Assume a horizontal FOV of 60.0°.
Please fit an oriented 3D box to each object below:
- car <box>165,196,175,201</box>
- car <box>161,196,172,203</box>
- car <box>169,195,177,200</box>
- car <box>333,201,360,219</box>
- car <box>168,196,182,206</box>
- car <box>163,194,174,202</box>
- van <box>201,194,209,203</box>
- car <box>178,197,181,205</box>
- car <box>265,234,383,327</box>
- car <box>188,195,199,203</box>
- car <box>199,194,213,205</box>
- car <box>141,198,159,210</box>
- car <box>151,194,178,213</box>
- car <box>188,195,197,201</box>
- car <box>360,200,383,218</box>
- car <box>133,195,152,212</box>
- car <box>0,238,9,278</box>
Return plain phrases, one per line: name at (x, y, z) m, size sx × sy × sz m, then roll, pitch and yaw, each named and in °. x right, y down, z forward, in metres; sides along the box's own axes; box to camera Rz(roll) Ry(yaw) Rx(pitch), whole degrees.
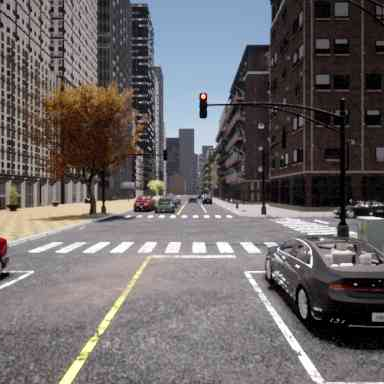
car at (-5.491, 1.615, 83.514) m, size 2.008 × 1.369 × 4.403 m, roll 0°, pitch 0°, yaw 0°
car at (-5.517, 1.612, 72.469) m, size 1.947 × 1.339 × 4.313 m, roll 0°, pitch 0°, yaw 0°
car at (-5.464, 1.635, 94.559) m, size 2.008 × 1.369 × 4.403 m, roll 0°, pitch 0°, yaw 0°
car at (13.489, 1.344, 26.302) m, size 4.403 × 1.369 × 2.008 m, roll -1°, pitch 1°, yaw 0°
car at (-2.939, 1.516, 58.515) m, size 2.128 × 1.511 × 4.902 m, roll 0°, pitch 0°, yaw 1°
car at (-5.504, 1.370, 77.991) m, size 2.192 × 1.841 × 5.009 m, roll 0°, pitch 0°, yaw 0°
van at (2.863, 1.387, 72.448) m, size 1.690 × 1.788 × 3.998 m, roll 0°, pitch 0°, yaw 0°
car at (-2.984, 1.620, 47.108) m, size 1.895 × 1.301 × 4.718 m, roll 0°, pitch 0°, yaw 0°
car at (2.705, 1.550, 6.922) m, size 2.008 × 1.369 × 4.403 m, roll 0°, pitch 0°, yaw 0°
car at (0.165, 1.532, 68.638) m, size 2.128 × 1.511 × 4.902 m, roll 0°, pitch 0°, yaw 0°
car at (2.837, 1.598, 61.402) m, size 1.947 × 1.339 × 4.313 m, roll 0°, pitch 0°, yaw 0°
car at (-5.584, 1.583, 44.854) m, size 1.947 × 1.339 × 4.313 m, roll 0°, pitch 0°, yaw 0°
car at (-2.983, 1.363, 37.012) m, size 2.097 × 1.767 × 4.553 m, roll 0°, pitch 0°, yaw -1°
car at (0.191, 1.446, 79.061) m, size 2.033 × 1.411 × 5.357 m, roll 0°, pitch 0°, yaw 0°
car at (14.776, 1.341, 23.732) m, size 4.181 × 1.385 × 1.994 m, roll -1°, pitch 0°, yaw 0°
car at (-5.598, 1.328, 39.331) m, size 2.192 × 1.841 × 5.009 m, roll 0°, pitch 0°, yaw 0°
car at (-5.675, 1.544, 6.943) m, size 1.887 × 1.381 × 4.507 m, roll 0°, pitch 0°, yaw 0°
